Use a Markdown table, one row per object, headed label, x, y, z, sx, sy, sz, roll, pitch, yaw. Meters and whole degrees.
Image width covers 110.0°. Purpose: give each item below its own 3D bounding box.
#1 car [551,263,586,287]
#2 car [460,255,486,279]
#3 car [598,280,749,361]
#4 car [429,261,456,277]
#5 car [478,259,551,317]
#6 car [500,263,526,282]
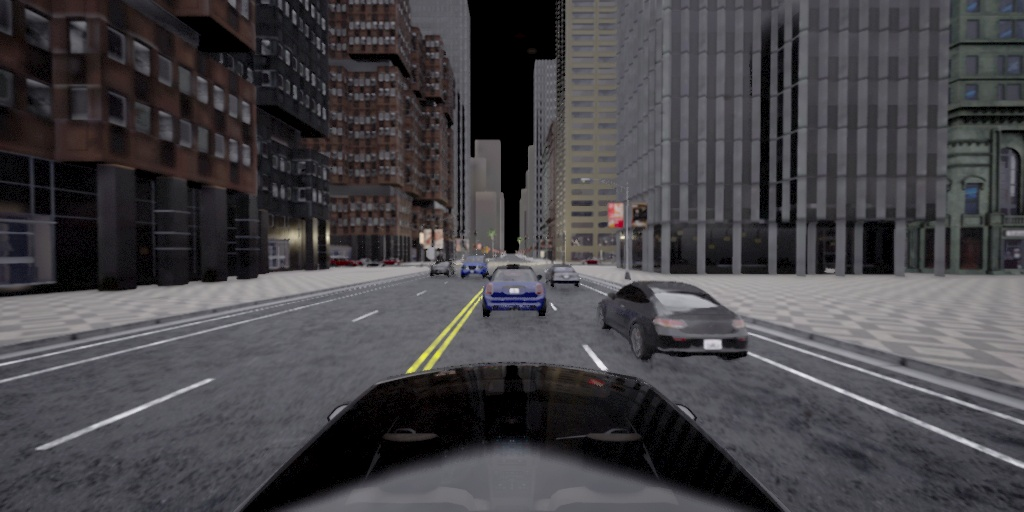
| label | x | y | z | sx | sy | sz | roll | pitch | yaw |
| --- | --- | --- | --- | --- | --- | --- | --- | --- | --- |
| car | 3.312 | 1.288 | 24.241 | 2.033 | 1.411 | 5.357 | 0 | 0 | 0 |
| car | -3.359 | 0.955 | 32.931 | 2.150 | 2.045 | 5.566 | 0 | 0 | 0 |
| car | 3.309 | 1.275 | 8.181 | 1.812 | 1.442 | 4.674 | 0 | 0 | 0 |
| car | -6.606 | 1.236 | 34.490 | 1.837 | 1.490 | 4.892 | 0 | 0 | 0 |
| car | 0.081 | 1.101 | 13.363 | 2.097 | 1.767 | 4.553 | 0 | 0 | 0 |
| car | 0.080 | 1.300 | 29.430 | 1.994 | 1.385 | 4.181 | 0 | 0 | 0 |
